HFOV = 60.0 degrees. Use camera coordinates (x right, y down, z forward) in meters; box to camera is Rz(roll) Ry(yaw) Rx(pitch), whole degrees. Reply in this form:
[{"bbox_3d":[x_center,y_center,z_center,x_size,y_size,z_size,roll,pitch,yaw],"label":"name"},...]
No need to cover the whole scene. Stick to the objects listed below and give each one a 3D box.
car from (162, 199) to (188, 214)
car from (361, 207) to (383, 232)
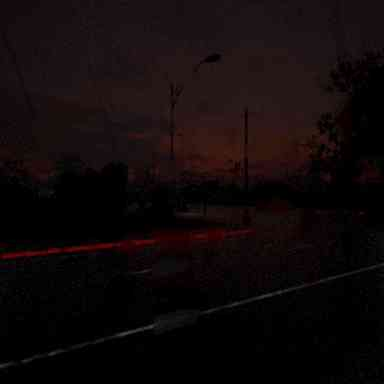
[{"bbox_3d":[-2.455,1.460,35.668,1.882,1.535,5.008,0,0,-39],"label":"car"},{"bbox_3d":[11.813,1.479,17.899,2.128,1.511,4.902,0,0,-39],"label":"car"}]
